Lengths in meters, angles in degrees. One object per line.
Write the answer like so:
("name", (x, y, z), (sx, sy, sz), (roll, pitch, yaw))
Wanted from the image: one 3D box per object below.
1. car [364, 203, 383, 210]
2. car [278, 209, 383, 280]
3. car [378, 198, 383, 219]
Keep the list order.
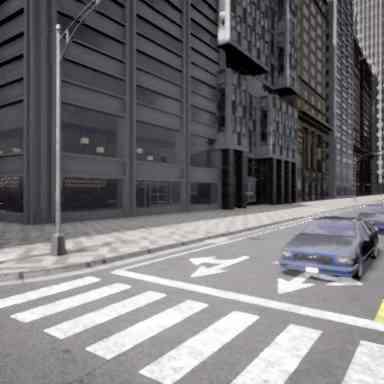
("car", (10.422, 1.402, 18.531), (2.033, 1.411, 5.357), (0, 0, 36))
("car", (4.412, 1.465, 10.136), (2.033, 1.411, 5.357), (0, 0, 35))
("car", (16.510, 1.291, 27.022), (1.837, 1.490, 4.892), (0, 1, 36))
